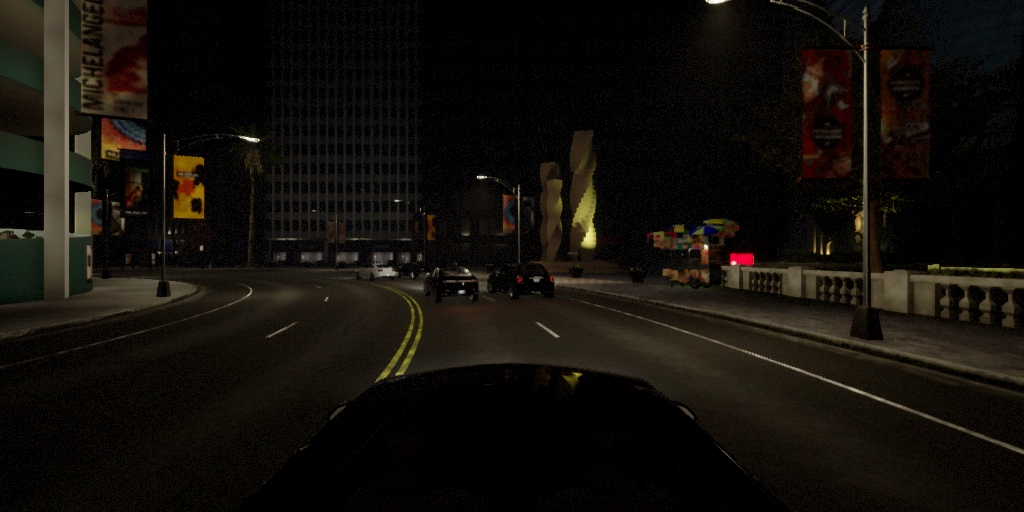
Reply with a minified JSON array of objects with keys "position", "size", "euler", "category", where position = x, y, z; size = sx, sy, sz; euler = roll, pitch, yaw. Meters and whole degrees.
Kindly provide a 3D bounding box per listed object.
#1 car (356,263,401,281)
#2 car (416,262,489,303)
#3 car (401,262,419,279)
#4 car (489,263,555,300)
[{"position":[-11.360,1.280,29.893],"size":[1.812,1.442,4.674],"euler":[0,0,-44],"category":"car"},{"position":[-2.945,1.242,16.791],"size":[2.128,1.511,4.902],"euler":[0,0,-22],"category":"car"},{"position":[-8.826,1.264,32.307],"size":[1.837,1.490,4.892],"euler":[0,0,-44],"category":"car"},{"position":[0.315,1.113,18.063],"size":[2.097,1.767,4.553],"euler":[0,0,-22],"category":"car"}]
